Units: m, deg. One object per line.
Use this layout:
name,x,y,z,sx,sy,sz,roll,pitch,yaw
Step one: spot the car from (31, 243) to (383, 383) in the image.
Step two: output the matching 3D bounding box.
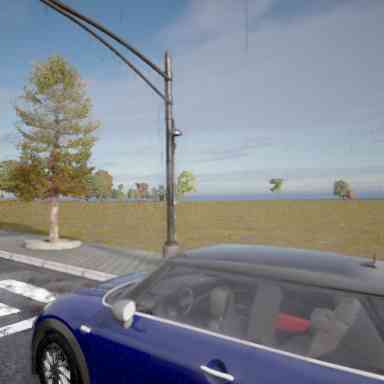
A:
car,0.311,1.354,3.497,4.553,1.767,2.097,0,0,36
